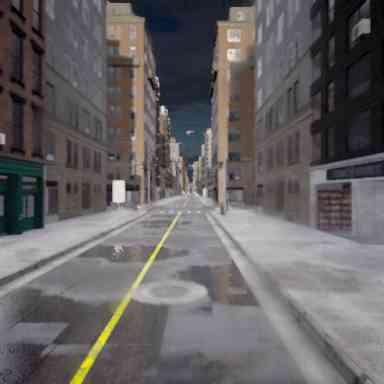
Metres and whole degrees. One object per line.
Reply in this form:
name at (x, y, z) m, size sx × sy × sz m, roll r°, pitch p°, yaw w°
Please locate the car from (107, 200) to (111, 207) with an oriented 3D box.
car at (-14.504, 1.655, 50.662) m, size 4.313 × 1.339 × 1.947 m, roll 0°, pitch 0°, yaw 0°
